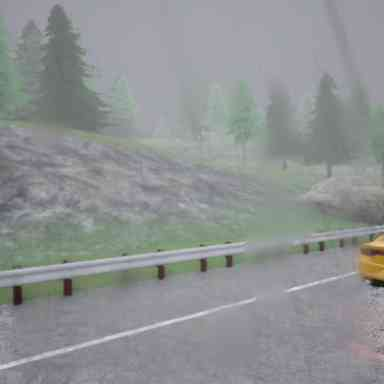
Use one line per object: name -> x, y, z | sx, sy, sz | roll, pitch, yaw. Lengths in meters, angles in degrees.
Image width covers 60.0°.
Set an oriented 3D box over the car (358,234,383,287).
car -> 6.022, 1.477, 8.068 | 5.008, 1.535, 1.882 | 0, 0, -36
